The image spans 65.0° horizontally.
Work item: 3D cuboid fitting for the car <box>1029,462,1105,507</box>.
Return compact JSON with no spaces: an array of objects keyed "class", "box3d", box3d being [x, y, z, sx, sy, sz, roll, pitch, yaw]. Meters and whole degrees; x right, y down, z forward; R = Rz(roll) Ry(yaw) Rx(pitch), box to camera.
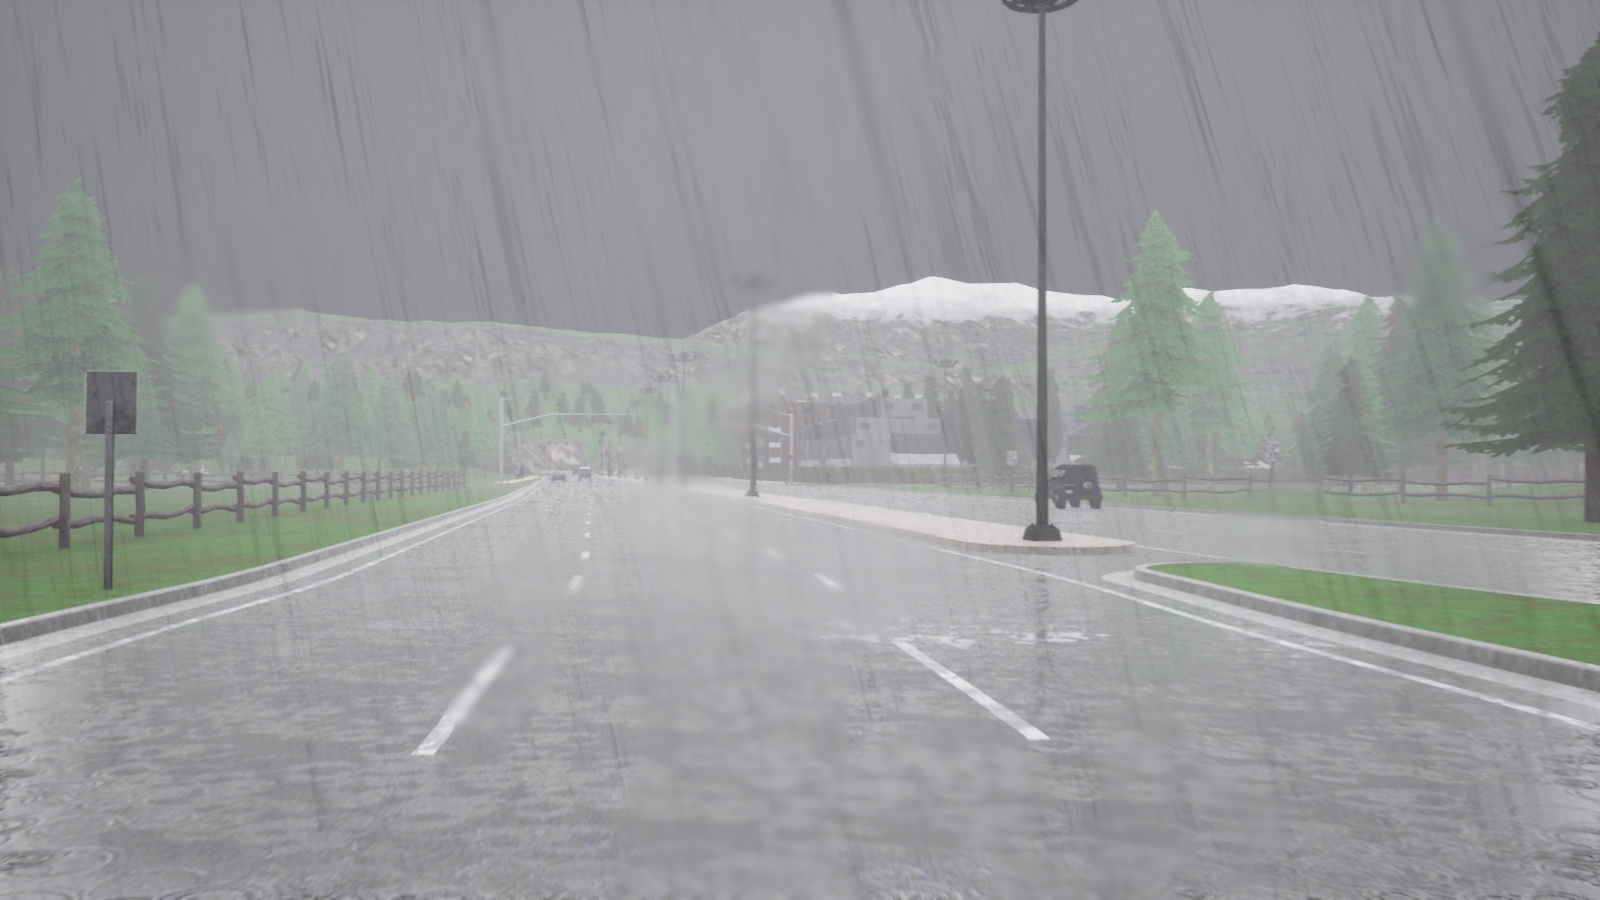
[{"class":"car","box3d":[11.441,1.460,54.019,1.905,1.878,3.866,0,-1,-9]}]
